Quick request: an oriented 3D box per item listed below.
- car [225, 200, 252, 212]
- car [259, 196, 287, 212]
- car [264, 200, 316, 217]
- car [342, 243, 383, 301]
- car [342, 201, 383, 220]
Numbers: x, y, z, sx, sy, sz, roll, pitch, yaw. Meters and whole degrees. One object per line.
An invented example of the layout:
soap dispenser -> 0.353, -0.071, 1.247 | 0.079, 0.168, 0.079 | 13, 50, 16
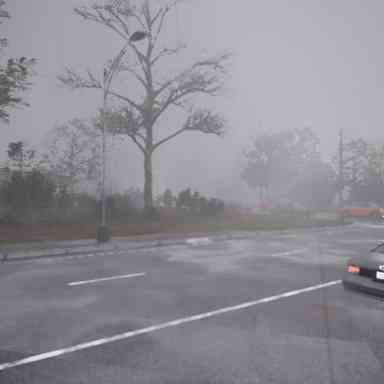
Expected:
car -> 6.055, 1.860, 44.213 | 1.837, 1.490, 4.892 | 1, -1, -27
car -> 10.955, 1.593, 42.366 | 2.150, 2.045, 5.566 | 1, -1, -27
car -> 10.632, 1.861, 35.662 | 2.033, 1.411, 5.357 | 1, 0, -29
car -> 5.652, 1.643, 7.621 | 5.357, 1.411, 2.033 | 1, 0, -34
car -> 16.840, 1.697, 32.044 | 2.097, 1.767, 4.553 | 1, -1, -31
